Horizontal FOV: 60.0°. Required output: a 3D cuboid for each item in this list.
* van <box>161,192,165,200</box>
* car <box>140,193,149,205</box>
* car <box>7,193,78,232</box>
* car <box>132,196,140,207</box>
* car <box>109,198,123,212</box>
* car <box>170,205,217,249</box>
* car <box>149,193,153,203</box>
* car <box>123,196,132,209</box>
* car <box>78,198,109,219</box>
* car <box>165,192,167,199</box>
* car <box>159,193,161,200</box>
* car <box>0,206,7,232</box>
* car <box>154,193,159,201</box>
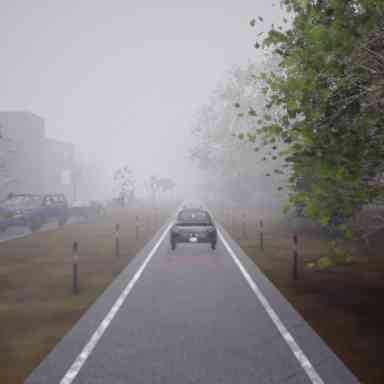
[{"bbox_3d":[-9.094,1.166,89.045,1.878,1.987,4.442,0,0,2],"label":"van"},{"bbox_3d":[-9.041,1.366,55.897,2.097,1.535,5.008,0,0,2],"label":"car"},{"bbox_3d":[-8.988,1.092,19.213,2.435,2.045,5.566,0,0,2],"label":"car"},{"bbox_3d":[-9.033,1.366,45.645,1.946,1.575,5.366,0,0,2],"label":"car"},{"bbox_3d":[-9.008,1.387,33.707,2.231,1.521,4.892,0,1,2],"label":"car"},{"bbox_3d":[0.069,1.549,14.778,2.128,1.511,4.902,0,0,0],"label":"car"},{"bbox_3d":[-9.049,1.354,61.445,2.097,1.535,5.008,0,0,2],"label":"car"},{"bbox_3d":[-9.016,1.385,39.263,2.097,1.535,5.008,0,0,2],"label":"car"},{"bbox_3d":[-9.000,1.368,28.166,2.097,1.535,5.008,0,0,2],"label":"car"},{"bbox_3d":[-9.096,1.376,94.730,2.231,1.521,4.892,0,-1,-2],"label":"car"},{"bbox_3d":[-9.073,1.420,78.074,2.002,1.452,4.674,0,0,0],"label":"car"},{"bbox_3d":[-8.974,1.215,11.559,2.185,1.767,4.553,0,-1,2],"label":"car"},{"bbox_3d":[-9.063,1.137,71.329,2.435,2.045,5.566,0,0,1],"label":"car"}]
